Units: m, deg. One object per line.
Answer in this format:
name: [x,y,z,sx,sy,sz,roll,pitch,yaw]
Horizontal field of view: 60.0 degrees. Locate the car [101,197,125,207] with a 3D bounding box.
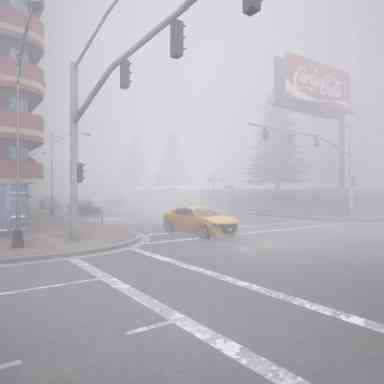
car: [-12.290,1.505,53.071,1.837,1.490,4.892,0,0,-36]

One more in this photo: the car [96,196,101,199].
car: [-17.642,1.526,60.448,1.812,1.442,4.674,0,0,-37]

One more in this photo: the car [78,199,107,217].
car: [-10.149,1.601,31.888,1.895,1.301,4.718,0,0,-36]

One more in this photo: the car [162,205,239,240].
car: [0.321,1.477,17.439,1.882,1.535,5.008,0,0,-36]

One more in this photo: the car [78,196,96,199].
car: [-18.260,1.547,55.348,2.033,1.411,5.357,0,0,-36]

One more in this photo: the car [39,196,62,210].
car: [-18.478,1.352,43.413,2.097,1.767,4.553,0,0,-36]
